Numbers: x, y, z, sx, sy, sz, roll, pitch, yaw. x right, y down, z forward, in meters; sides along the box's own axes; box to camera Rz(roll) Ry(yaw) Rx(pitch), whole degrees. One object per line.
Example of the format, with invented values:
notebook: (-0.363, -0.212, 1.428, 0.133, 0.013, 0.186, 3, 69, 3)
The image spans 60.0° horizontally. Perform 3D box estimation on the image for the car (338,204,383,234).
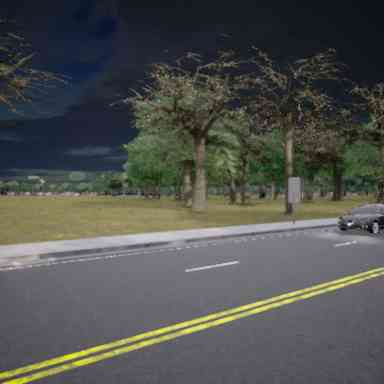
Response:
car: (10.280, 1.469, 18.972, 4.892, 1.490, 1.837, 0, 0, -35)
